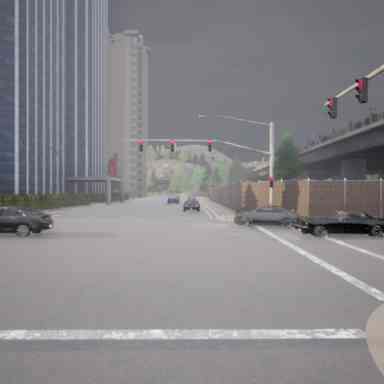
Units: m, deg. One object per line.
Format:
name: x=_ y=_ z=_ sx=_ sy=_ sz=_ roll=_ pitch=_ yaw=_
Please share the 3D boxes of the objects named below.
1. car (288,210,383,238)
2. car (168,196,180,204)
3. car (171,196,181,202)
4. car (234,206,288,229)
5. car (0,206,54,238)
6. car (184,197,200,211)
car: x=7.816 y=1.653 z=17.359 sx=4.718 sy=1.301 sz=1.895 roll=0 pitch=0 yaw=-2
car: x=-3.511 y=1.476 z=62.360 sx=1.882 sy=1.535 sz=5.008 roll=0 pitch=0 yaw=0
car: x=-3.628 y=1.538 z=74.499 sx=2.033 sy=1.411 sz=5.357 roll=0 pitch=0 yaw=0
car: x=4.951 y=1.606 z=22.150 sx=4.181 sy=1.385 sz=1.994 roll=1 pitch=0 yaw=19
car: x=-9.817 y=1.536 z=17.426 sx=4.892 sy=1.490 sz=1.837 roll=0 pitch=0 yaw=0
car: x=-0.027 y=1.599 z=40.336 sx=1.895 sy=1.301 sz=4.718 roll=0 pitch=0 yaw=1
